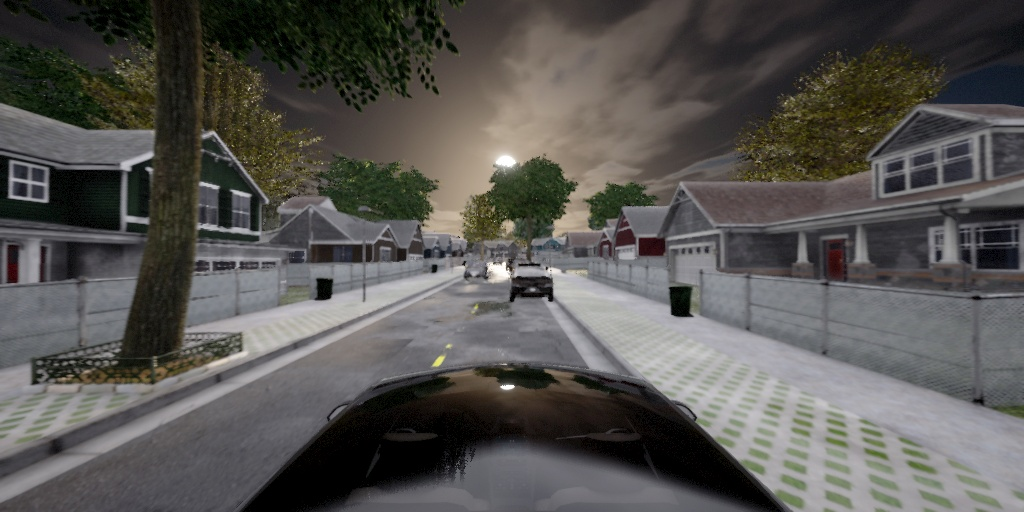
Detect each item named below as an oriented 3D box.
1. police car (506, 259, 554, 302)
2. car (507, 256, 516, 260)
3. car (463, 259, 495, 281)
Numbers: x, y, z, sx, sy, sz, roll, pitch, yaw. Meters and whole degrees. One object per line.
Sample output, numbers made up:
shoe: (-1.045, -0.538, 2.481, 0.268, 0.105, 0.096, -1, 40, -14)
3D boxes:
police car: (0.826, 1.140, 16.990, 1.930, 1.638, 5.238, 0, 0, 0)
car: (0.827, 1.020, 32.853, 2.097, 1.767, 4.553, 0, 0, 0)
car: (-2.841, 1.170, 29.515, 2.128, 1.511, 4.902, 0, 0, 0)
